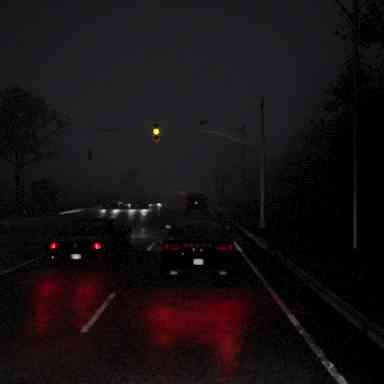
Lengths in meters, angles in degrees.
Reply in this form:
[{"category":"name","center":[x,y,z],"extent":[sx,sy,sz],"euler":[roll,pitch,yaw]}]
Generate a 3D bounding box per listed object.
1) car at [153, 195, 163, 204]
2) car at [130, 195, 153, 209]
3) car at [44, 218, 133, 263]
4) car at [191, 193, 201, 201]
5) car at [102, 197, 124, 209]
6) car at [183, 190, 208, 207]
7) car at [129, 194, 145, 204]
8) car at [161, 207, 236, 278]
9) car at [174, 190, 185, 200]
[{"category":"car","center":[-6.376,1.299,59.092],"extent":[1.812,1.442,4.674],"euler":[0,2,1]},{"category":"car","center":[-6.626,1.401,42.910],"extent":[1.837,1.490,4.892],"euler":[0,0,1]},{"category":"car","center":[-3.355,1.571,11.814],"extent":[1.895,1.301,4.718],"euler":[0,0,0]},{"category":"car","center":[0.795,0.926,68.887],"extent":[1.895,1.301,4.718],"euler":[0,3,1]},{"category":"car","center":[-10.126,1.400,42.928],"extent":[1.837,1.490,4.892],"euler":[0,0,1]},{"category":"car","center":[0.460,1.136,34.886],"extent":[2.150,2.045,5.566],"euler":[0,0,1]},{"category":"car","center":[-9.857,1.223,60.014],"extent":[1.882,1.535,5.008],"euler":[0,2,1]},{"category":"car","center":[0.169,1.453,10.133],"extent":[1.882,1.535,5.008],"euler":[0,0,0]},{"category":"car","center":[-2.711,0.900,68.483],"extent":[2.033,1.411,5.357],"euler":[0,3,1]}]
